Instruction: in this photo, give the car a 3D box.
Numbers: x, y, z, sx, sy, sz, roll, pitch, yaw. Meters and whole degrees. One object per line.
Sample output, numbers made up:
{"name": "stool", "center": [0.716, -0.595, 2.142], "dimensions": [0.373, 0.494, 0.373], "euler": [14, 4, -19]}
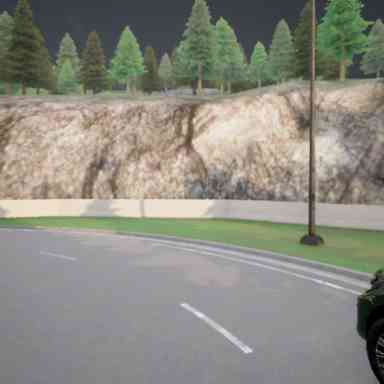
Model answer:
{"name": "car", "center": [3.517, 1.183, 1.879], "dimensions": [2.150, 2.045, 5.566], "euler": [1, 1, -11]}
